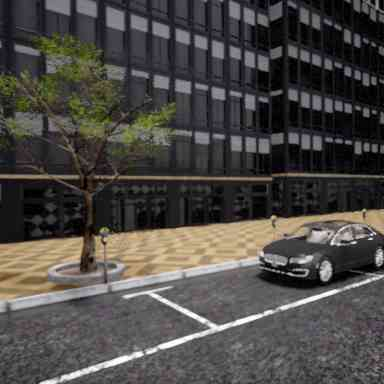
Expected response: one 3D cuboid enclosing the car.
[{"bbox_3d":[3.760,1.494,9.252,4.403,1.369,2.008,0,0,-35],"label":"car"}]
